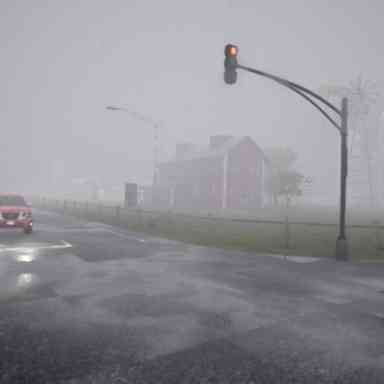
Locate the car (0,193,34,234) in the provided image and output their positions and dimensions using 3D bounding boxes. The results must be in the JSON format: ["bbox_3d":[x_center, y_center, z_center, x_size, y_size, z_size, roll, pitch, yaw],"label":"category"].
[{"bbox_3d":[-10.136,1.094,17.958,2.150,2.045,5.566,3,-1,-35],"label":"car"}]
